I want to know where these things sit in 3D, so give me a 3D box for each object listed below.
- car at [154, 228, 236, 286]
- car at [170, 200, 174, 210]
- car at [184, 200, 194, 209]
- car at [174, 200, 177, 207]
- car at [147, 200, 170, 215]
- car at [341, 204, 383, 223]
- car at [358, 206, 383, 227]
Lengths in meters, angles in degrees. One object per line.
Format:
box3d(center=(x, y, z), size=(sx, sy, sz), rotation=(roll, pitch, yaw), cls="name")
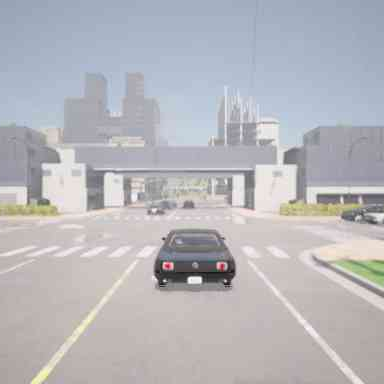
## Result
box3d(center=(0.050, 1.713, 9.683), size=(1.895, 1.301, 4.718), rotation=(0, -1, 0), cls="car")
box3d(center=(-4.239, 2.118, 52.165), size=(1.837, 1.490, 4.892), rotation=(0, -1, 0), cls="car")
box3d(center=(-0.553, 2.186, 60.517), size=(1.882, 1.535, 5.008), rotation=(0, -1, 0), cls="car")
box3d(center=(-4.152, 2.325, 68.527), size=(1.812, 1.442, 4.674), rotation=(0, -1, 0), cls="car")
box3d(center=(-4.247, 1.965, 39.904), size=(2.128, 1.511, 4.902), rotation=(0, -1, 0), cls="car")
box3d(center=(15.484, 1.851, 28.778), size=(4.892, 1.490, 1.837), rotation=(0, 0, 1), cls="car")
box3d(center=(15.633, 1.907, 25.253), size=(4.718, 1.301, 1.895), rotation=(0, -1, 0), cls="car")
